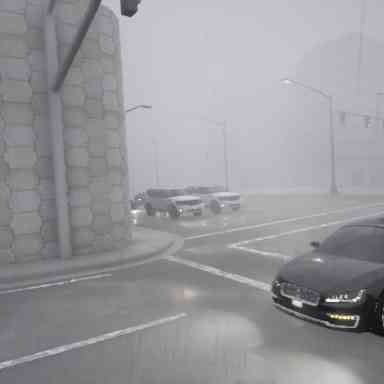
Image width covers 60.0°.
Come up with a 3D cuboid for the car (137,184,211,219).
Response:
[{"bbox_3d":[-1.444,0.661,23.630,2.150,2.045,5.566,-5,3,-35],"label":"car"}]

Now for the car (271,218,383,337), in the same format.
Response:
[{"bbox_3d":[3.672,1.328,6.412,4.892,1.490,1.837,-4,2,-32],"label":"car"}]

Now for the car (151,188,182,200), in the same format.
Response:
[{"bbox_3d":[-3.489,0.218,45.028,1.837,1.490,4.892,-5,3,-35],"label":"car"}]

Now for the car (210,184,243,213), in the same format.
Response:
[{"bbox_3d":[1.401,0.425,25.654,2.150,2.045,5.566,-5,3,-35],"label":"car"}]

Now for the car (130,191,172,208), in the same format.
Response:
[{"bbox_3d":[-4.215,0.692,33.629,2.128,1.511,4.902,-5,3,-35],"label":"car"}]

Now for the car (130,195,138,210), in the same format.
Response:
[{"bbox_3d":[-6.865,1.001,31.331,1.994,1.385,4.181,-5,3,-35],"label":"car"}]
